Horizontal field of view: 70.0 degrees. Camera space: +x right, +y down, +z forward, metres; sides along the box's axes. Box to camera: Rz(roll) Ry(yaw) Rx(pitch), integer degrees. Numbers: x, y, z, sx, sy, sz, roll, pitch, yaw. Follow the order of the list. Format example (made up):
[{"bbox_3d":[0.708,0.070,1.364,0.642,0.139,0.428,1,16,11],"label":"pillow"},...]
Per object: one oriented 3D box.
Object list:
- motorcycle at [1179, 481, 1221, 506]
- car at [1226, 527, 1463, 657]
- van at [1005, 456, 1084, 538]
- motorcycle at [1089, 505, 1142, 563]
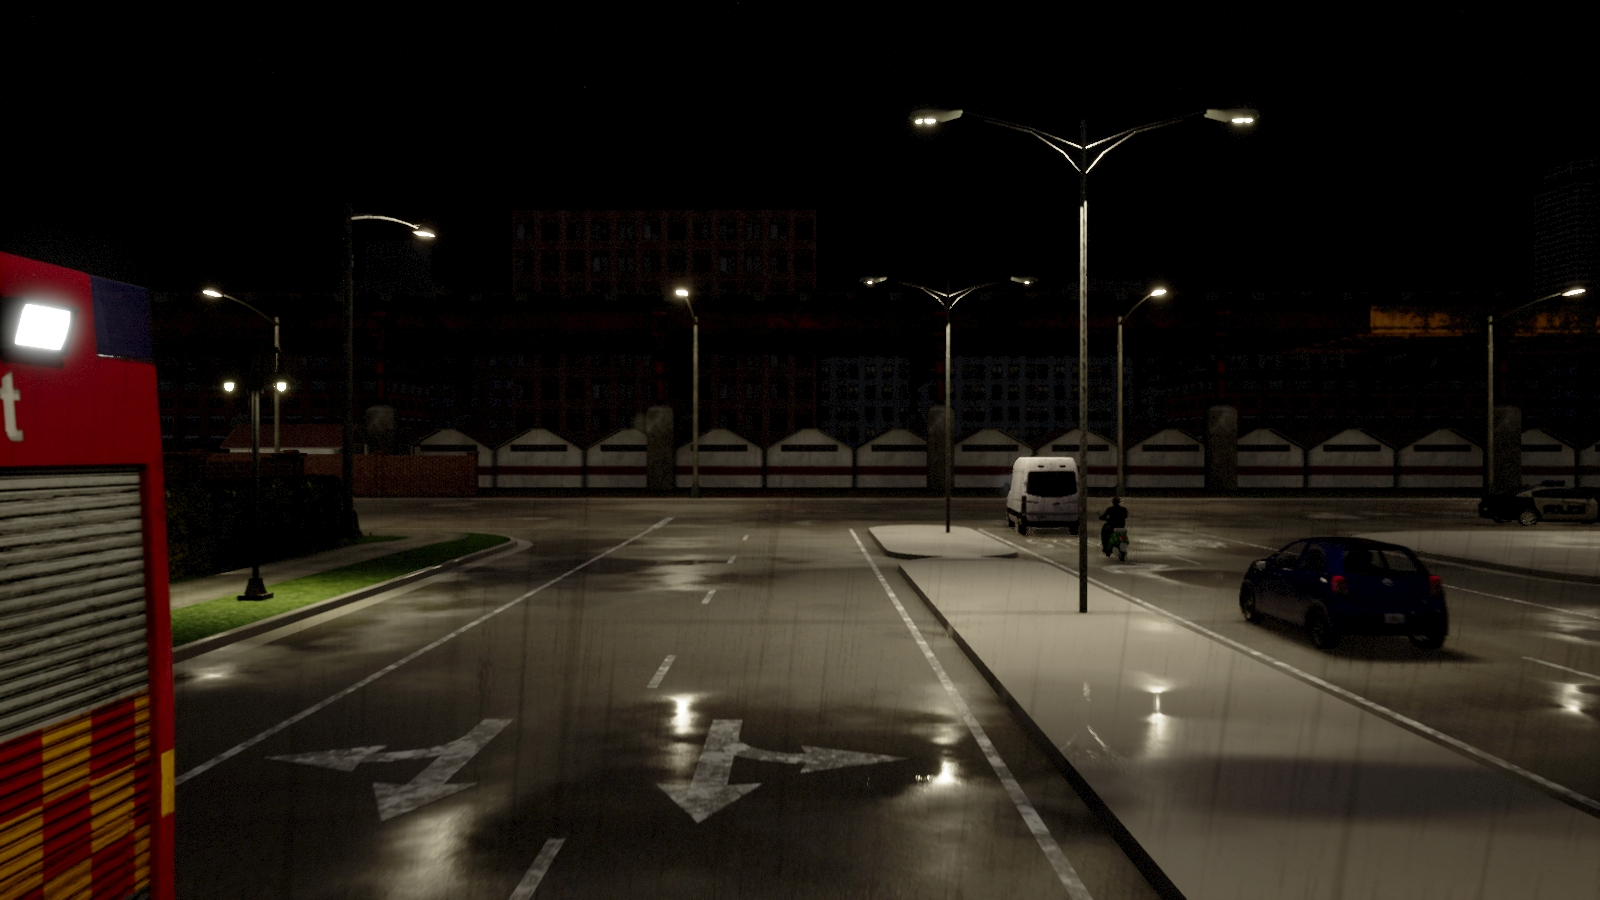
[{"bbox_3d":[20.080,2.173,57.425,1.805,1.236,0.856,0,0,0],"label":"motorcycle"},{"bbox_3d":[8.013,2.036,17.221,1.845,1.501,3.633,0,0,0],"label":"car"},{"bbox_3d":[8.406,1.528,39.747,1.988,2.561,5.915,0,0,5],"label":"van"},{"bbox_3d":[8.009,2.125,29.086,0.856,1.341,1.805,0,0,0],"label":"motorcycle"}]
